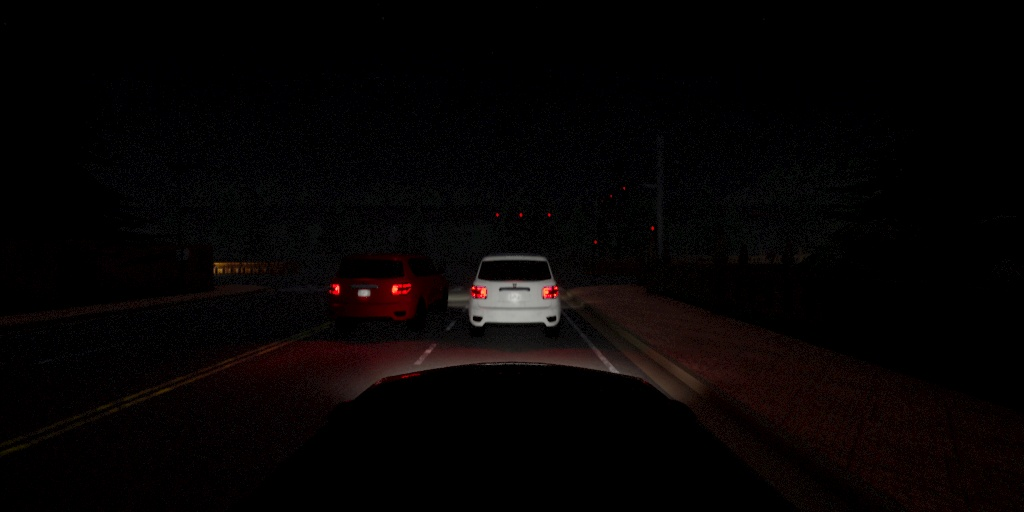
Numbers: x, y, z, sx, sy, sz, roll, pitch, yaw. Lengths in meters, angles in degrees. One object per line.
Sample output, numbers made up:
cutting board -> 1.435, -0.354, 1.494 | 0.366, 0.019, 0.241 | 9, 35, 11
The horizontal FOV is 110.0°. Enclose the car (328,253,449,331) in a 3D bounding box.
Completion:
car -> -3.420, 0.947, 11.002 | 2.150, 2.045, 5.566 | 0, 0, 0

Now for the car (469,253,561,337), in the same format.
car -> 0.079, 0.949, 10.320 | 2.150, 2.045, 5.566 | 0, 0, 1

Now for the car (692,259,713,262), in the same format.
car -> 25.806, 1.133, 48.981 | 4.892, 1.490, 1.837 | 0, 0, 0
